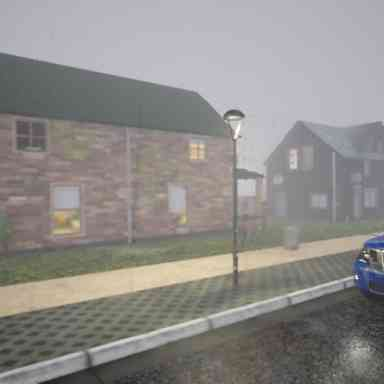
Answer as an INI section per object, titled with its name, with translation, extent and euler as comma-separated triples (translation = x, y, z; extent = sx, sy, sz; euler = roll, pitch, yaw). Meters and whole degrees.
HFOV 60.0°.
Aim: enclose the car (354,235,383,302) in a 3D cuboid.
[car]
translation = 5.804, 1.224, 7.158
extent = 5.566, 2.045, 2.150
euler = 0, 0, -35
